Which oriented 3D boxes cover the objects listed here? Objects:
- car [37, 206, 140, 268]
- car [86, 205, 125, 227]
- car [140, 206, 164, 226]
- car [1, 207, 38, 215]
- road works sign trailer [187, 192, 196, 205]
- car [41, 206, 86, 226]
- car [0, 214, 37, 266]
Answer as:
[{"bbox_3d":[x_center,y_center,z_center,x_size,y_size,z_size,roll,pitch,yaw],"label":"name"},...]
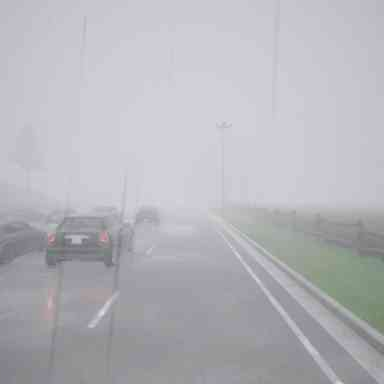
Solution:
[{"bbox_3d":[-3.447,1.521,12.131,2.097,1.767,4.553,0,-1,1],"label":"car"},{"bbox_3d":[-6.937,1.884,27.245,1.837,1.490,4.892,0,0,1],"label":"car"},{"bbox_3d":[-3.437,1.884,27.248,1.837,1.490,4.892,0,0,1],"label":"car"},{"bbox_3d":[-13.934,1.946,27.479,1.994,1.385,4.181,0,-1,1],"label":"car"},{"bbox_3d":[-0.132,1.672,87.513,2.380,3.560,2.880,0,-1,0],"label":"road works sign trailer"},{"bbox_3d":[-10.436,1.944,27.368,1.994,1.385,4.181,0,-1,1],"label":"car"},{"bbox_3d":[-6.945,1.737,12.322,1.994,1.385,4.181,0,-1,1],"label":"car"}]
